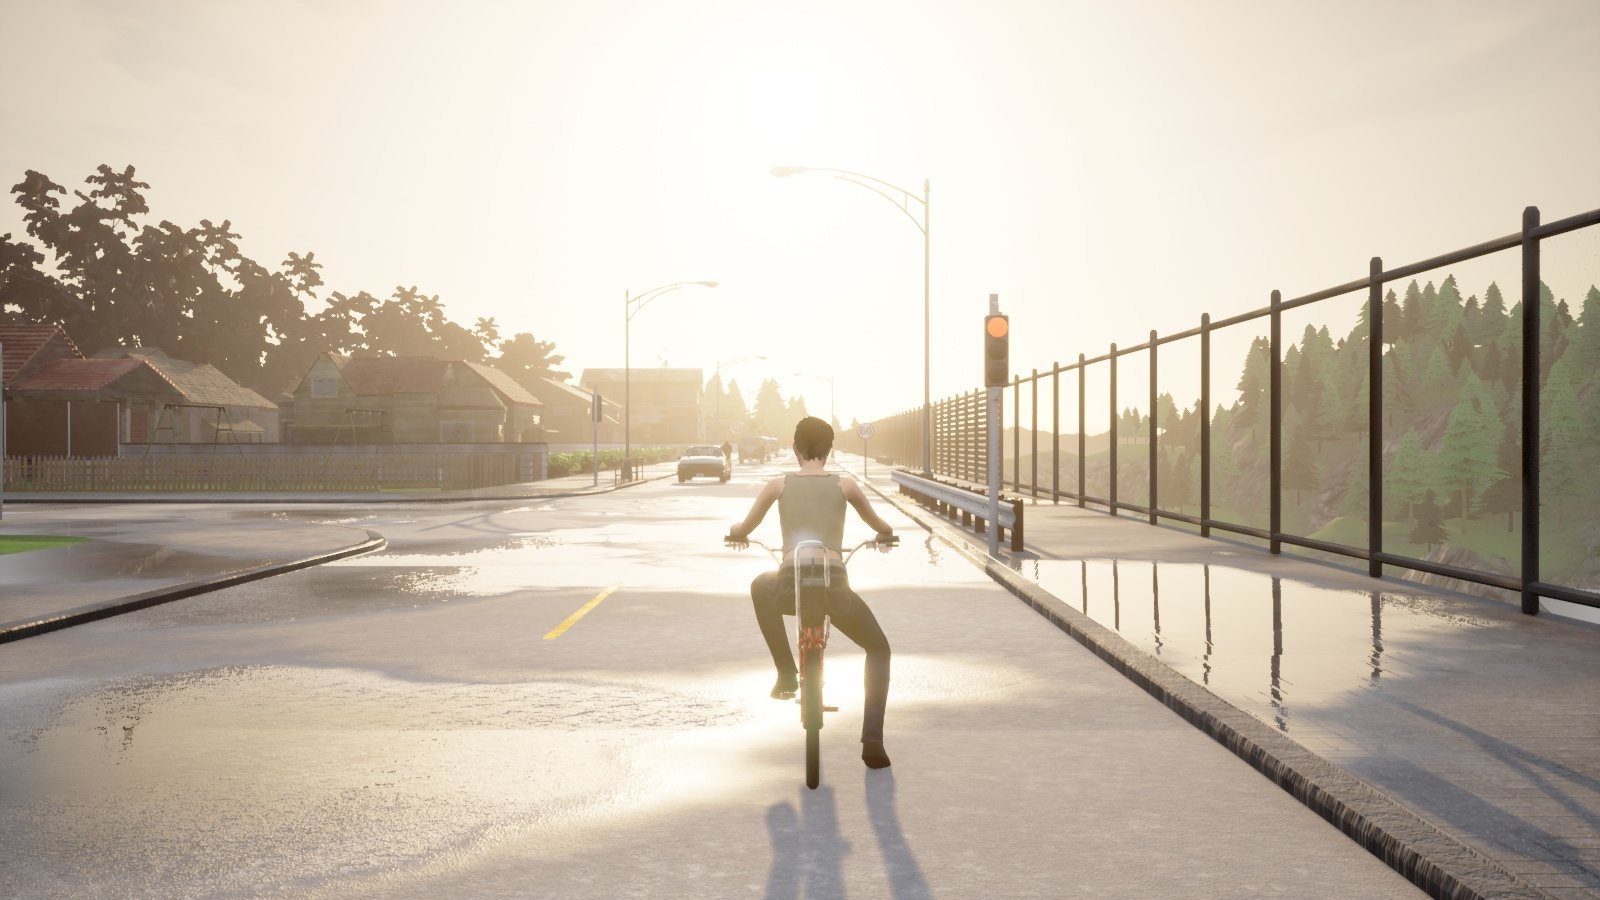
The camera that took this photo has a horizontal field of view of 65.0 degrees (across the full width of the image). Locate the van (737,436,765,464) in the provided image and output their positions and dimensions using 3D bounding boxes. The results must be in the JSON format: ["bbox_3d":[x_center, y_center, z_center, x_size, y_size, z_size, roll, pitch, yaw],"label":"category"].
[{"bbox_3d":[-3.456,-0.008,89.398,1.775,1.987,4.442,0,0,0],"label":"van"}]

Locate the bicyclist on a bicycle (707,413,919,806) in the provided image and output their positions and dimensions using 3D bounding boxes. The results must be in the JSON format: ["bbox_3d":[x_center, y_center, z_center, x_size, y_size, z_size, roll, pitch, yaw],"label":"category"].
[{"bbox_3d":[0.056,0.650,5.898,0.866,1.612,1.509,0,0,0],"label":"bicyclist on a bicycle"}]

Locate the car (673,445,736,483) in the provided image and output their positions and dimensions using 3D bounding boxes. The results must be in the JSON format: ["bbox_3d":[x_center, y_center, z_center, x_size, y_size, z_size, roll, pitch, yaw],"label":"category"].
[{"bbox_3d":[-3.690,0.513,49.200,2.033,1.411,5.357,0,0,0],"label":"car"}]
